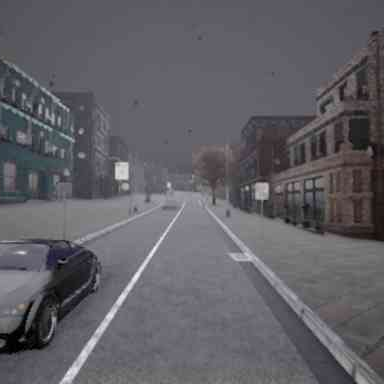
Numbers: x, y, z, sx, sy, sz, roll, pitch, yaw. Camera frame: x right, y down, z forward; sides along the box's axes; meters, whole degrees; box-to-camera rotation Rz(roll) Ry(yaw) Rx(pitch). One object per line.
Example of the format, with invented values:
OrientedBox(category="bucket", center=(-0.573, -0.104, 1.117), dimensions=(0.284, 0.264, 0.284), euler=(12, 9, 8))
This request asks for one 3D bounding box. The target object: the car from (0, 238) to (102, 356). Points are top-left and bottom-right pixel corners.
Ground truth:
OrientedBox(category="car", center=(-3.097, 1.585, 6.135), dimensions=(1.994, 1.385, 4.181), euler=(0, 0, 0))

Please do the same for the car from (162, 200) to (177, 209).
OrientedBox(category="car", center=(-3.128, 1.744, 46.992), dimensions=(1.895, 1.301, 4.718), euler=(0, 0, 0))
